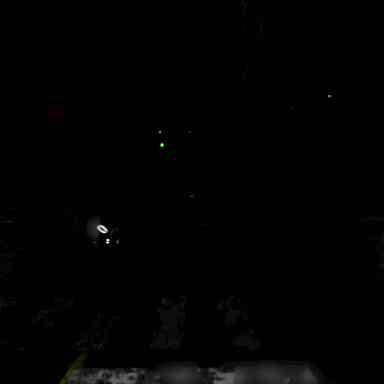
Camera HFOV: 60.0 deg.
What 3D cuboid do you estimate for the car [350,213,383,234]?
[{"bbox_3d":[11.618,1.594,18.885,4.829,1.417,1.752,0,-1,0],"label":"car"}]

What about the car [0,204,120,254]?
[{"bbox_3d":[-5.181,1.367,13.038,4.553,1.767,2.097,0,0,0],"label":"car"}]
